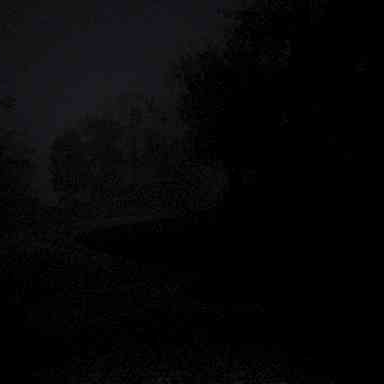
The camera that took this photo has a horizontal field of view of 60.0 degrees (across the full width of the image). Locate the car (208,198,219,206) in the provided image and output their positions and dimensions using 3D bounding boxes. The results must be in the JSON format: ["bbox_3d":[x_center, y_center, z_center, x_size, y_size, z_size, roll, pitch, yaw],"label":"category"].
[{"bbox_3d":[4.404,1.830,61.969,2.033,1.411,5.357,-3,0,16],"label":"car"}]
